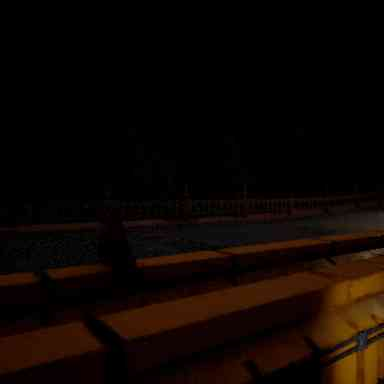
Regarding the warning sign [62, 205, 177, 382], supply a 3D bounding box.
[{"bbox_3d":[-1.002,1.133,4.444,1.060,1.860,1.300,1,0,-36],"label":"warning sign"}]
